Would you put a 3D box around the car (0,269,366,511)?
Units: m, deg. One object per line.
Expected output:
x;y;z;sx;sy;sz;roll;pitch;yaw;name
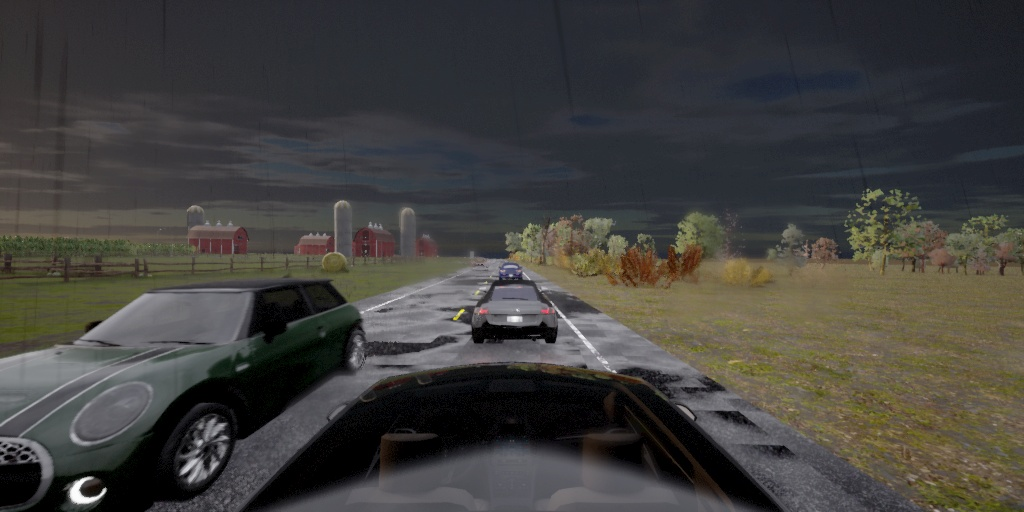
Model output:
-3.614;1.101;4.410;2.097;1.767;4.553;0;0;0;car

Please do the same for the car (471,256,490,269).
-3.955;0.725;45.113;2.097;1.767;4.553;0;0;-1;car

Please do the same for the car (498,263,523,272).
-0.117;1.274;29.033;1.812;1.442;4.674;0;0;-1;car

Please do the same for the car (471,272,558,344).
0.058;1.313;9.640;1.994;1.385;4.181;0;0;0;car
